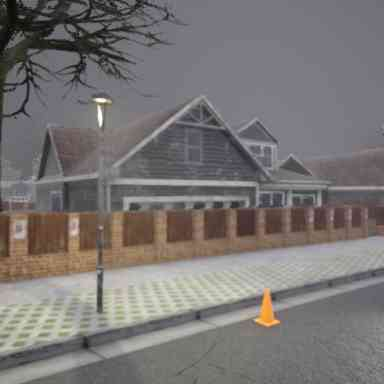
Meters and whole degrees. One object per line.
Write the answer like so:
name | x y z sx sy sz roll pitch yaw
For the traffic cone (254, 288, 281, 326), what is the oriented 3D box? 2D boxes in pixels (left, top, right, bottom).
traffic cone | 1.337 2.007 5.907 0.340 0.580 0.340 1 0 -34
